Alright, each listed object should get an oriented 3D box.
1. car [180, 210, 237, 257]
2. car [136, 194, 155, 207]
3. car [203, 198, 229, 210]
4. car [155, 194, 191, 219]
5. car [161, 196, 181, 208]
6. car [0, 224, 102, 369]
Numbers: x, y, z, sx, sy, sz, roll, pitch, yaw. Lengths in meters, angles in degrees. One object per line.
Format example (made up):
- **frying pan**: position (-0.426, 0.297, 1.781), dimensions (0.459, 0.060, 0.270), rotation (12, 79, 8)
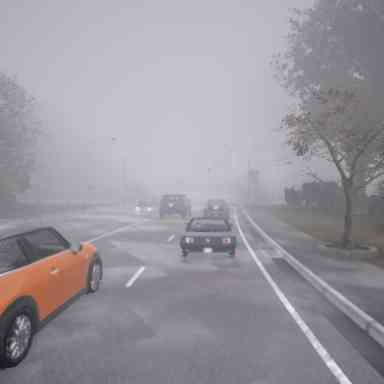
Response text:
- **car**: position (0.666, 1.597, 12.975), dimensions (1.895, 1.301, 4.718), rotation (0, 0, 4)
- **car**: position (-6.372, 1.171, 47.318), dimensions (2.097, 1.767, 4.553), rotation (0, 1, 7)
- **car**: position (2.157, 1.308, 28.976), dimensions (2.097, 1.767, 4.553), rotation (0, 0, 6)
- **car**: position (-1.387, 1.170, 28.888), dimensions (2.150, 2.045, 5.566), rotation (0, 0, 6)
- **car**: position (-2.895, 1.314, 46.923), dimensions (1.882, 1.535, 5.008), rotation (0, 0, 7)
- **car**: position (-3.183, 1.342, 5.916), dimensions (2.097, 1.767, 4.553), rotation (0, 0, 2)
